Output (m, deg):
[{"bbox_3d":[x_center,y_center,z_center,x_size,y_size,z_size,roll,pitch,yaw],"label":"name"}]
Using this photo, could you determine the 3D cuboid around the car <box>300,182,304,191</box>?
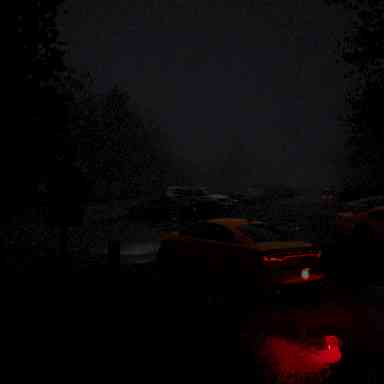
[{"bbox_3d":[20.067,-0.741,69.943,5.366,1.575,1.946,1,2,25],"label":"car"}]

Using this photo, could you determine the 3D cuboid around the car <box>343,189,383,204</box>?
[{"bbox_3d":[19.334,0.428,36.743,4.792,1.488,2.163,1,3,25],"label":"car"}]

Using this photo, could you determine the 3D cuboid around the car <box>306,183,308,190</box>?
[{"bbox_3d":[23.730,-0.986,77.421,5.008,1.535,2.097,1,2,25],"label":"car"}]

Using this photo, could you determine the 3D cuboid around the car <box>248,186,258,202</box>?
[{"bbox_3d":[3.740,0.511,34.706,5.366,1.575,1.946,1,3,25],"label":"car"}]

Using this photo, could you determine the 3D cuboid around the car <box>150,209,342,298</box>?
[{"bbox_3d":[0.887,1.401,8.438,1.882,1.535,5.008,2,-1,-31],"label":"car"}]

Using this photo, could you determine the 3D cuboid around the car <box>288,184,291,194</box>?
[{"bbox_3d":[13.210,-0.206,54.771,4.792,1.488,2.163,1,2,25],"label":"car"}]

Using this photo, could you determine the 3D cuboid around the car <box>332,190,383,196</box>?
[{"bbox_3d":[13.268,0.925,24.163,5.366,1.575,1.946,1,3,25],"label":"car"}]

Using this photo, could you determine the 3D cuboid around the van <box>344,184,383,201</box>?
[{"bbox_3d":[21.475,-0.009,41.681,4.442,1.987,1.878,1,2,24],"label":"van"}]

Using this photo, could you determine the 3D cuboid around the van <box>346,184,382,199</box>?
[{"bbox_3d":[24.014,-0.176,46.625,4.442,1.987,1.878,1,2,25],"label":"van"}]

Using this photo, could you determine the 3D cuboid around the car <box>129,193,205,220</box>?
[{"bbox_3d":[-1.951,1.084,22.057,4.792,1.488,2.163,1,3,25],"label":"car"}]

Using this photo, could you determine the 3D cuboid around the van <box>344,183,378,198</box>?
[{"bbox_3d":[24.966,-0.262,49.236,4.442,1.987,1.878,1,2,25],"label":"van"}]

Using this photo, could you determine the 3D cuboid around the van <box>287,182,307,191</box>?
[{"bbox_3d":[25.962,-1.380,82.496,4.442,1.987,1.878,1,2,25],"label":"van"}]

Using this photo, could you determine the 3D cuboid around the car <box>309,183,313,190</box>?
[{"bbox_3d":[27.260,-1.487,84.952,5.566,2.045,2.435,1,2,25],"label":"car"}]

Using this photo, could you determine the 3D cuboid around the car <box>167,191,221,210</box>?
[{"bbox_3d":[-0.753,0.947,24.558,5.008,1.535,2.097,1,3,25],"label":"car"}]

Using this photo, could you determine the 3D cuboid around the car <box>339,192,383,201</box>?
[{"bbox_3d":[10.025,1.123,16.645,4.553,1.767,2.185,1,3,25],"label":"car"}]

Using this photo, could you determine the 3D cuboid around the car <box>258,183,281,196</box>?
[{"bbox_3d":[9.766,-0.107,47.189,4.553,1.767,2.185,1,2,25],"label":"car"}]

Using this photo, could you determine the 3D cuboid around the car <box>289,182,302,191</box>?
[{"bbox_3d":[19.063,-0.651,67.350,4.892,1.521,2.231,1,2,25],"label":"car"}]

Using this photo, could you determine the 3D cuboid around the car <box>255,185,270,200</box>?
[{"bbox_3d":[6.124,0.294,39.849,5.366,1.575,1.946,1,3,25],"label":"car"}]

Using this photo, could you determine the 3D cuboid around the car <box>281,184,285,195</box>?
[{"bbox_3d":[10.929,-0.038,49.711,4.792,1.488,2.163,1,2,25],"label":"car"}]

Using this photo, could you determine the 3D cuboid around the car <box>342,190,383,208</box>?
[{"bbox_3d":[16.902,0.638,31.631,4.792,1.488,2.163,1,3,25],"label":"car"}]

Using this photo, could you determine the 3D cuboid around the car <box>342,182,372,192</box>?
[{"bbox_3d":[35.575,-1.039,71.923,5.566,2.045,2.435,1,2,25],"label":"car"}]

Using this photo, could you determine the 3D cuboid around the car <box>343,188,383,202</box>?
[{"bbox_3d":[20.444,0.337,39.136,4.792,1.488,2.163,1,2,25],"label":"car"}]

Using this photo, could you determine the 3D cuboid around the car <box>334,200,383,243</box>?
[{"bbox_3d":[8.828,1.355,14.153,5.008,1.535,2.097,1,3,25],"label":"car"}]

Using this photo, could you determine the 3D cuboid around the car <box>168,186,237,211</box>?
[{"bbox_3d":[0.434,0.589,27.055,5.566,2.045,2.435,1,3,25],"label":"car"}]

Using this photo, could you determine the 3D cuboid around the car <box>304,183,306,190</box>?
[{"bbox_3d":[22.540,-1.029,74.910,4.553,1.767,2.185,1,2,25],"label":"car"}]

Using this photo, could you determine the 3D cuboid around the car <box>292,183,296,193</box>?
[{"bbox_3d":[15.543,-0.373,59.807,4.792,1.488,2.163,1,2,25],"label":"car"}]

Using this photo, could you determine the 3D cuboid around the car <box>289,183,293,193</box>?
[{"bbox_3d":[14.376,-0.289,57.289,4.792,1.488,2.163,1,2,25],"label":"car"}]

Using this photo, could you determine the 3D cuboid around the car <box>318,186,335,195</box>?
[{"bbox_3d":[23.589,-0.312,57.739,2.128,1.511,4.902,1,2,25],"label":"car"}]

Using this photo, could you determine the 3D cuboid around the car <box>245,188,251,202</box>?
[{"bbox_3d":[2.748,0.626,32.109,4.892,1.521,2.231,1,3,25],"label":"car"}]

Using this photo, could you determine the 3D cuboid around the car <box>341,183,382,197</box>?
[{"bbox_3d":[26.210,-0.370,51.709,5.566,2.045,2.435,1,2,25],"label":"car"}]

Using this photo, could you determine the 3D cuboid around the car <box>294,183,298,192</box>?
[{"bbox_3d":[16.567,-0.491,62.390,5.366,1.575,1.946,1,2,25],"label":"car"}]

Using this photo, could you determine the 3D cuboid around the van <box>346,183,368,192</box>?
[{"bbox_3d":[36.871,-1.095,74.375,4.442,1.987,1.878,1,2,25],"label":"van"}]

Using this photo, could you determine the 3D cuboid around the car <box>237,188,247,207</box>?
[{"bbox_3d":[1.744,0.732,29.516,5.366,1.575,1.946,1,3,25],"label":"car"}]

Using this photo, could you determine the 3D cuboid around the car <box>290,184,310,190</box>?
[{"bbox_3d":[28.416,-1.260,87.456,4.792,1.488,2.163,1,2,25],"label":"car"}]

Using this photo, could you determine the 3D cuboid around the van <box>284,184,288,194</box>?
[{"bbox_3d":[12.176,-0.376,52.184,4.442,1.987,1.878,1,2,25],"label":"van"}]

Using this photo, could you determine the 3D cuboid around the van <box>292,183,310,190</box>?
[{"bbox_3d":[29.455,-1.556,90.036,4.442,1.987,1.878,1,1,25],"label":"van"}]

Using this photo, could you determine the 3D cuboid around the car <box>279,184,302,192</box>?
[{"bbox_3d":[21.373,-0.945,72.392,4.553,1.767,2.185,1,2,25],"label":"car"}]

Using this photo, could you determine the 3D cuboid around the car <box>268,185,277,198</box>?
[{"bbox_3d":[7.575,0.203,42.099,5.366,1.575,1.946,1,2,25],"label":"car"}]

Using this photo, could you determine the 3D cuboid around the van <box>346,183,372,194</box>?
[{"bbox_3d":[32.215,-0.762,64.326,4.442,1.987,1.878,1,2,25],"label":"van"}]

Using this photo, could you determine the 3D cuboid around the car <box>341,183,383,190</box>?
[{"bbox_3d":[15.789,0.466,29.085,5.566,2.045,2.435,1,3,25],"label":"car"}]

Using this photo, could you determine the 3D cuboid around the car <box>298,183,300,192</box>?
[{"bbox_3d":[17.908,-0.568,64.827,4.892,1.521,2.231,1,2,25],"label":"car"}]

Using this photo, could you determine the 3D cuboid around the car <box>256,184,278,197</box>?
[{"bbox_3d":[8.564,0.108,44.689,4.892,1.521,2.231,1,3,25],"label":"car"}]

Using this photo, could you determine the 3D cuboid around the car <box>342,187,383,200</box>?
[{"bbox_3d":[22.749,0.132,44.168,5.008,1.535,2.097,1,2,25],"label":"car"}]

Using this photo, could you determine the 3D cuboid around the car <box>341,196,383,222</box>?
[{"bbox_3d":[12.270,1.078,21.576,4.674,1.452,2.002,1,3,25],"label":"car"}]
